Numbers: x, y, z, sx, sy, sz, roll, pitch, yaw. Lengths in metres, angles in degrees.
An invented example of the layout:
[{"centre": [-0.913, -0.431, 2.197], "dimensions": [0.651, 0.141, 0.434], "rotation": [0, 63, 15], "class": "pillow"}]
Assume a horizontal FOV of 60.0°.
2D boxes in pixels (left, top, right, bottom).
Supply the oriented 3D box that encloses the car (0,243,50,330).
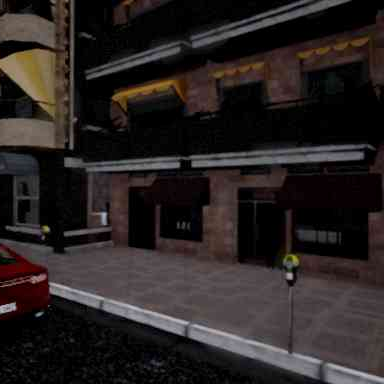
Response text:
[{"centre": [-4.422, 1.500, 6.030], "dimensions": [4.507, 1.381, 1.887], "rotation": [0, 0, 36], "class": "car"}]
